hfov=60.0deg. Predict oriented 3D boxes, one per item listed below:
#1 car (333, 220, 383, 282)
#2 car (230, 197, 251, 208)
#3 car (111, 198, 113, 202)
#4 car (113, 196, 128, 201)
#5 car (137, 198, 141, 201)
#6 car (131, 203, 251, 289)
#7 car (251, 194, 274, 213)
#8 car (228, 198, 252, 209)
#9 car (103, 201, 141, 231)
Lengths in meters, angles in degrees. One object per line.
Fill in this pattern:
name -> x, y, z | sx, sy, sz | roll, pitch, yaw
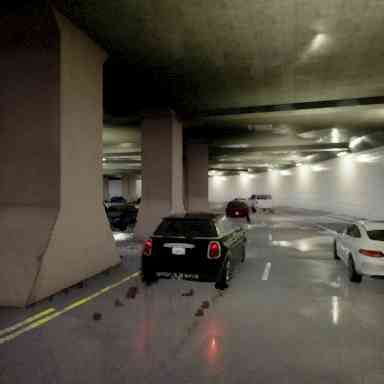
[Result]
car -> 5.200, 1.526, 9.348 | 1.812, 1.442, 4.674 | 0, 0, 16
car -> 6.915, 1.522, 47.783 | 1.812, 1.442, 4.674 | 0, 0, -8
car -> -7.580, 1.350, 23.280 | 2.097, 1.767, 4.553 | 0, 0, 8
car -> -14.082, 1.522, 64.064 | 1.812, 1.442, 4.674 | 0, 0, -38
car -> -8.793, 1.558, 62.382 | 1.994, 1.385, 4.181 | 0, 0, -30
car -> 0.293, 1.350, 9.511 | 2.097, 1.767, 4.553 | 0, 0, 16
car -> 7.551, 1.219, 37.084 | 2.150, 2.045, 5.566 | 0, 0, -1
car -> 3.729, 1.475, 27.962 | 1.882, 1.535, 5.008 | 0, 0, 6
car -> -4.481, 1.524, 20.702 | 1.812, 1.442, 4.674 | 0, 0, 10
